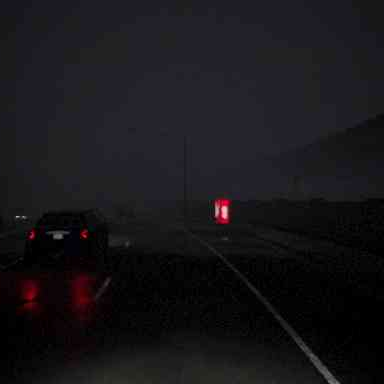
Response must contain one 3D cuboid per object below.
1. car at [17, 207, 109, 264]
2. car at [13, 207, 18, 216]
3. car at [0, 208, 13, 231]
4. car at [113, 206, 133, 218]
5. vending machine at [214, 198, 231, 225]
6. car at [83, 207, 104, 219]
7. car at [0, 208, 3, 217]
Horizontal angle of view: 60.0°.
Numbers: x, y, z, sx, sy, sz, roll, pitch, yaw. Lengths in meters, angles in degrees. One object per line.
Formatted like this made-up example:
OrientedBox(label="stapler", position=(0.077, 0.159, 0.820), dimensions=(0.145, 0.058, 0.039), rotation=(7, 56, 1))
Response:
OrientedBox(label="car", position=(-4.392, 1.424, 12.382), dimensions=(2.097, 1.767, 4.553), rotation=(0, -1, -7))
OrientedBox(label="car", position=(-30.343, 3.404, 57.877), dimensions=(2.128, 1.511, 4.902), rotation=(1, -3, -41))
OrientedBox(label="car", position=(-13.008, 1.741, 20.255), dimensions=(2.128, 1.511, 4.902), rotation=(0, -2, -13))
OrientedBox(label="car", position=(-8.736, 2.504, 41.971), dimensions=(2.128, 1.511, 4.902), rotation=(0, -2, -23))
OrientedBox(label="vending machine", position=(2.475, 1.574, 27.130), dimensions=(1.100, 2.100, 0.880), rotation=(1, -1, -14))
OrientedBox(label="car", position=(-12.336, 2.594, 41.480), dimensions=(1.994, 1.385, 4.181), rotation=(0, -2, -23))
OrientedBox(label="car", position=(-34.375, 3.501, 57.138), dimensions=(5.357, 1.411, 2.033), rotation=(-3, -3, 44))
